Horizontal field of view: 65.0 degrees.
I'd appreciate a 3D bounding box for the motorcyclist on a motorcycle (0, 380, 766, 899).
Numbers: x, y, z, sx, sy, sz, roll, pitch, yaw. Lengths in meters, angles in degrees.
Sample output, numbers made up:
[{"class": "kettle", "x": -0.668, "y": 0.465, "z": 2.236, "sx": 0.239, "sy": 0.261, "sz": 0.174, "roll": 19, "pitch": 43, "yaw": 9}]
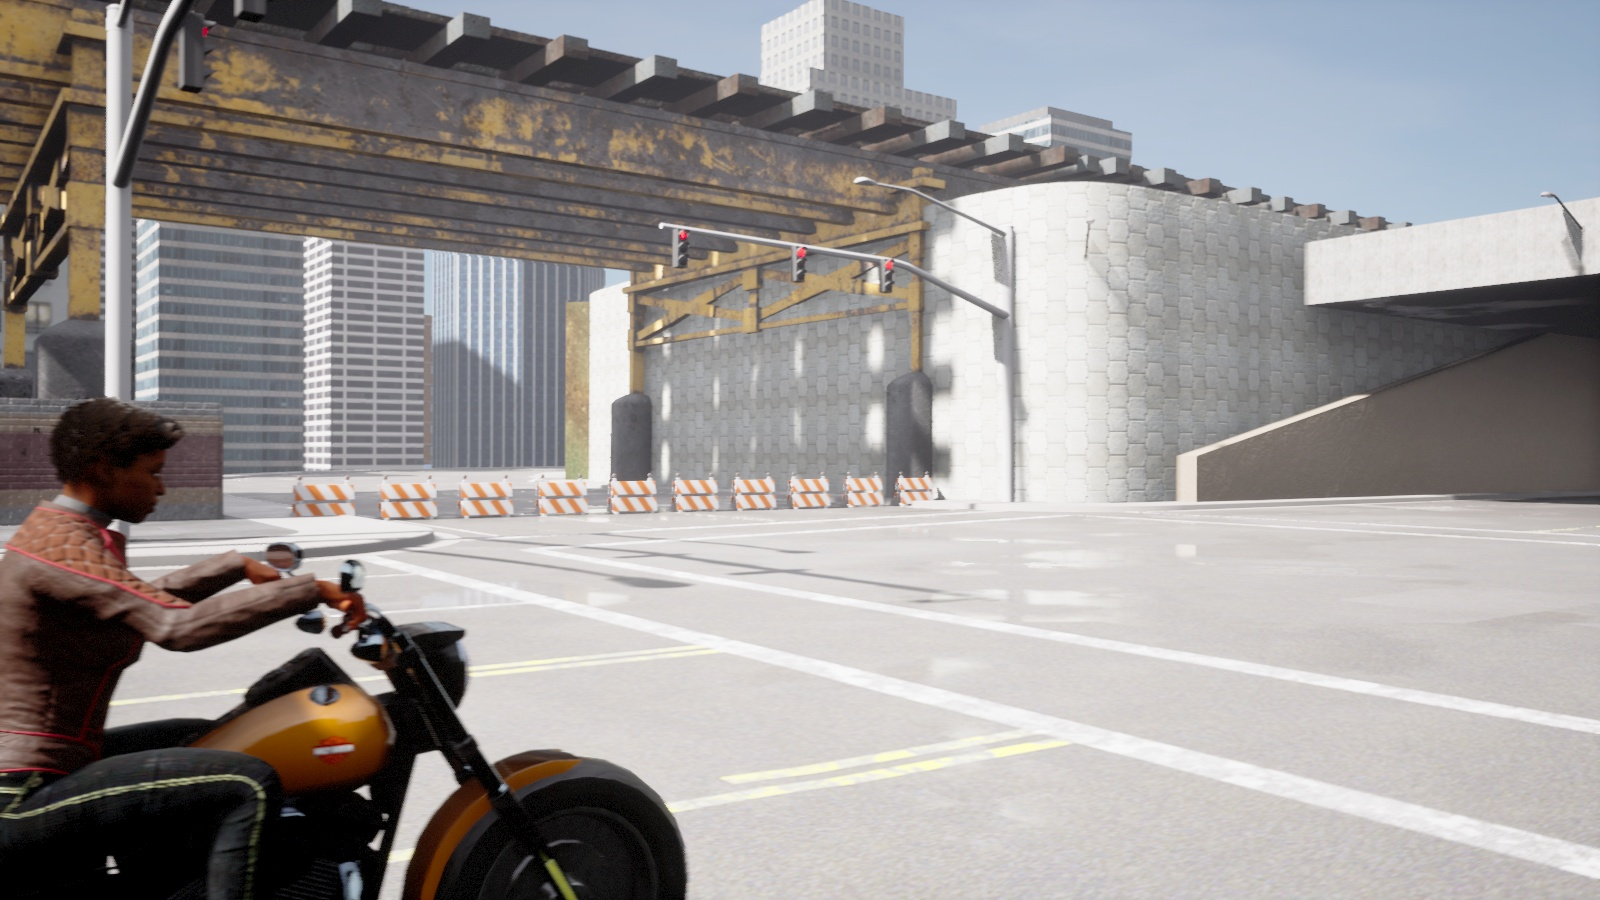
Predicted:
[{"class": "motorcyclist on a motorcycle", "x": -1.276, "y": 0.705, "z": 2.780, "sx": 2.350, "sy": 1.649, "sz": 0.766, "roll": 1, "pitch": 0, "yaw": -34}]
